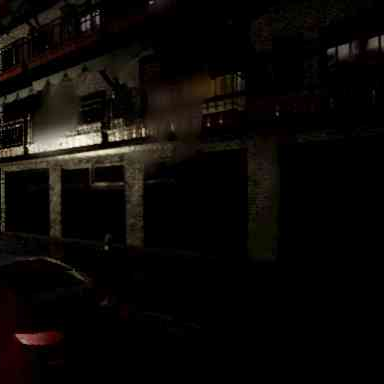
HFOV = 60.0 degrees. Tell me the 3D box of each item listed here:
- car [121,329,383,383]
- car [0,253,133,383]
[{"bbox_3d":[1.968,1.555,1.487,4.403,1.369,2.008,0,-1,36],"label":"car"},{"bbox_3d":[-2.670,1.557,4.794,4.206,1.307,1.802,0,-1,36],"label":"car"}]
